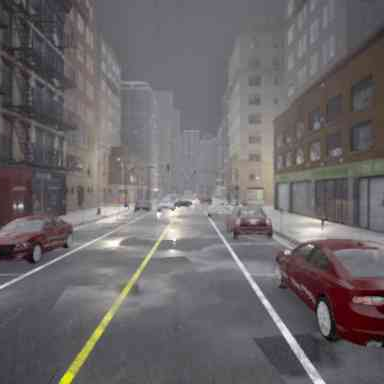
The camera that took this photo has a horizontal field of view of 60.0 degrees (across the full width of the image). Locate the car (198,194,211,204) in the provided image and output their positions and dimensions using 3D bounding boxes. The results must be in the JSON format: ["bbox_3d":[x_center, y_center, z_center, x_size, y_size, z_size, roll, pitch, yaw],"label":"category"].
[{"bbox_3d":[2.841,1.396,66.235,2.192,1.841,5.009,-1,0,0],"label":"car"}]

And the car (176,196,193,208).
[{"bbox_3d":[-1.843,1.665,49.459,1.895,1.301,4.718,0,0,31],"label":"car"}]

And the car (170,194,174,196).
[{"bbox_3d":[-5.683,1.627,77.236,1.752,1.417,4.829,-1,0,0],"label":"car"}]

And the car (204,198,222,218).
[{"bbox_3d":[2.349,1.540,30.295,1.812,1.442,4.674,0,0,0],"label":"car"}]

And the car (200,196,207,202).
[{"bbox_3d":[2.846,1.638,83.162,1.752,1.417,4.829,-1,0,0],"label":"car"}]

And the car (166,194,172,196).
[{"bbox_3d":[-5.682,1.646,66.234,1.947,1.339,4.313,-1,0,0],"label":"car"}]

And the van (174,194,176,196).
[{"bbox_3d":[-5.685,1.453,82.992,1.690,1.788,3.998,-1,0,0],"label":"van"}]

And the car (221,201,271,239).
[{"bbox_3d":[2.847,1.444,17.374,1.967,1.590,4.097,-1,0,0],"label":"car"}]

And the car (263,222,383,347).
[{"bbox_3d":[2.850,1.545,6.381,1.887,1.381,4.507,-1,0,0],"label":"car"}]

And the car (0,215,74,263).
[{"bbox_3d":[-5.676,1.546,11.877,1.887,1.381,4.507,-1,0,0],"label":"car"}]

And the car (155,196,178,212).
[{"bbox_3d":[-3.040,1.552,39.438,1.812,1.442,4.674,0,0,1],"label":"car"}]

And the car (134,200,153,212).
[{"bbox_3d":[-5.679,1.592,39.361,1.947,1.339,4.313,-1,0,0],"label":"car"}]
